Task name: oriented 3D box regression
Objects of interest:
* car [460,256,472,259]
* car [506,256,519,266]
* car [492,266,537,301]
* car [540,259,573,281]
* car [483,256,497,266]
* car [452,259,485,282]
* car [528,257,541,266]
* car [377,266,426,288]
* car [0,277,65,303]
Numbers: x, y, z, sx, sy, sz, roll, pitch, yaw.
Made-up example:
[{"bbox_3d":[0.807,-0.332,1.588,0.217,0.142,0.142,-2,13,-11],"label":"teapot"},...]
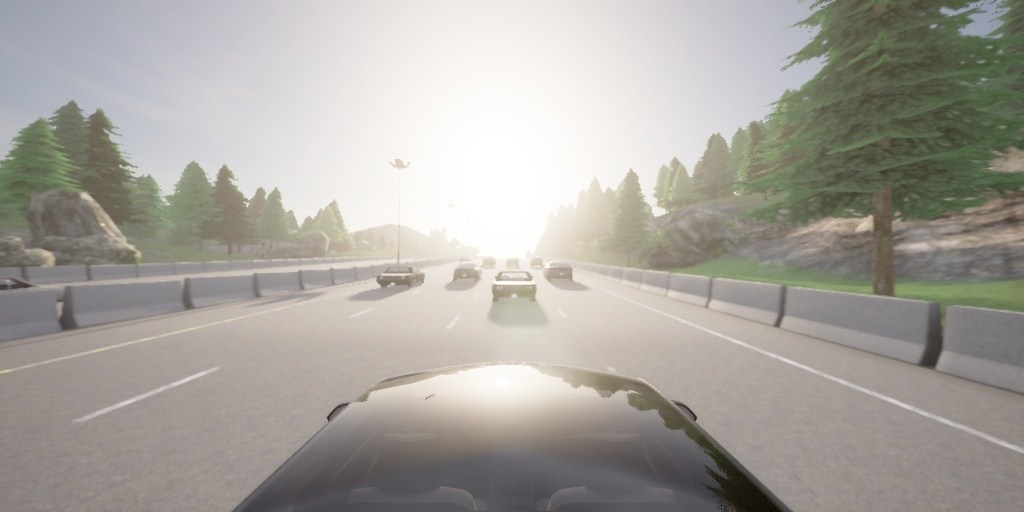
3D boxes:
[{"bbox_3d":[-6.917,0.790,54.115,2.128,1.511,4.902,0,1,0],"label":"car"},{"bbox_3d":[0.083,0.785,54.641,2.128,1.511,4.902,0,1,0],"label":"car"},{"bbox_3d":[0.095,1.329,17.044,1.895,1.301,4.718,0,0,0],"label":"car"},{"bbox_3d":[3.591,1.121,28.460,1.882,1.535,5.008,0,1,0],"label":"car"},{"bbox_3d":[-3.417,0.763,55.039,1.882,1.535,5.008,0,1,0],"label":"car"},{"bbox_3d":[-3.409,1.172,27.924,1.812,1.442,4.674,0,1,0],"label":"car"},{"bbox_3d":[3.584,0.816,53.466,1.837,1.490,4.892,0,1,0],"label":"car"},{"bbox_3d":[-6.907,1.290,22.972,1.895,1.301,4.718,0,0,0],"label":"car"},{"bbox_3d":[-17.523,1.343,11.258,1.895,1.301,4.718,0,0,0],"label":"car"}]
